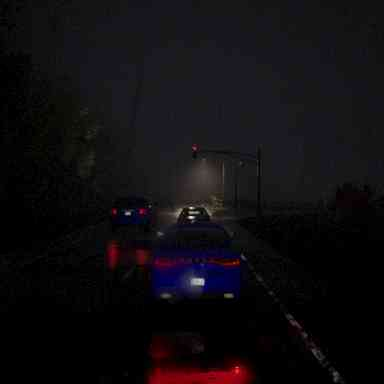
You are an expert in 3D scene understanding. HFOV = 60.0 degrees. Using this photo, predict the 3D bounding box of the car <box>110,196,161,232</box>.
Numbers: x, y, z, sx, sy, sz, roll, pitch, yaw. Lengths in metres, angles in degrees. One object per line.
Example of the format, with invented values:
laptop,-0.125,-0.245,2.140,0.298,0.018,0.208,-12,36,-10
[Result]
car,-3.394,1.224,20.307,2.150,2.045,5.566,0,0,0

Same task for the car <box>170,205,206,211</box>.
car,0.110,1.548,18.177,2.033,1.411,5.357,0,0,0

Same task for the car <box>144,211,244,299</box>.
car,0.103,1.478,8.501,1.882,1.535,5.008,0,0,0

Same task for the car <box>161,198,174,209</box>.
car,-3.384,1.546,43.578,2.033,1.411,5.357,0,0,0
